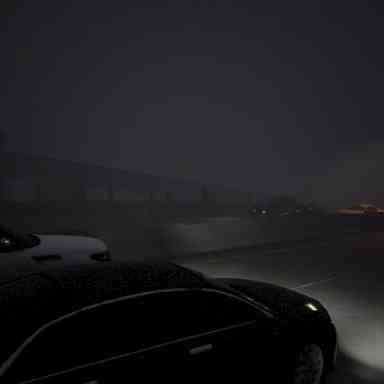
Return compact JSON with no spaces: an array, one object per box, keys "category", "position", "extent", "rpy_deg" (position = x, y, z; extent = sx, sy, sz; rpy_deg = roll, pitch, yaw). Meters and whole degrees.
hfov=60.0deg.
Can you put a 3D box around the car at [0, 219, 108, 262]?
[{"category":"car","position":[-3.978,1.224,5.208],"extent":[5.566,2.045,2.150],"rpy_deg":[0,0,-35]}]

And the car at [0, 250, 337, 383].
[{"category":"car","position":[-0.469,1.504,3.411],"extent":[4.892,1.490,1.837],"rpy_deg":[0,0,-35]}]

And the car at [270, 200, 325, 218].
[{"category":"car","position":[9.060,1.648,27.644],"extent":[4.892,1.490,1.837],"rpy_deg":[2,-1,-35]}]

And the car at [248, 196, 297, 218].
[{"category":"car","position":[7.756,1.397,31.013],"extent":[5.566,2.045,2.150],"rpy_deg":[3,-1,-35]}]

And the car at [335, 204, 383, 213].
[{"category":"car","position":[13.333,1.731,26.393],"extent":[5.008,1.535,1.882],"rpy_deg":[3,-2,-35]}]
